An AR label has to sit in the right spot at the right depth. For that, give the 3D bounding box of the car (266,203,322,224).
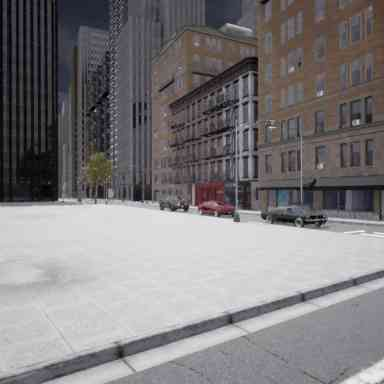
[{"bbox_3d":[8.116,1.644,26.844,1.994,1.385,4.181,0,0,-26],"label":"car"}]

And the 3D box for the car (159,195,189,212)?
[{"bbox_3d":[-2.360,1.412,42.017,2.150,2.045,5.566,0,0,-27],"label":"car"}]

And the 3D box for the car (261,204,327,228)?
[{"bbox_3d":[6.953,1.676,23.092,1.895,1.301,4.718,0,0,-26],"label":"car"}]

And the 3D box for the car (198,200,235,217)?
[{"bbox_3d":[2.321,1.608,32.490,1.882,1.535,5.008,0,0,-26],"label":"car"}]
